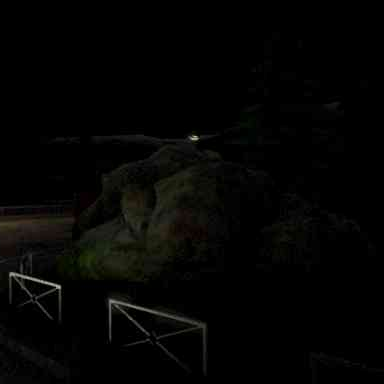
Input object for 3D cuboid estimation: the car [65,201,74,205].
[{"bbox_3d":[-17.196,1.853,51.011,1.837,1.490,4.892,0,0,35],"label":"car"}]
